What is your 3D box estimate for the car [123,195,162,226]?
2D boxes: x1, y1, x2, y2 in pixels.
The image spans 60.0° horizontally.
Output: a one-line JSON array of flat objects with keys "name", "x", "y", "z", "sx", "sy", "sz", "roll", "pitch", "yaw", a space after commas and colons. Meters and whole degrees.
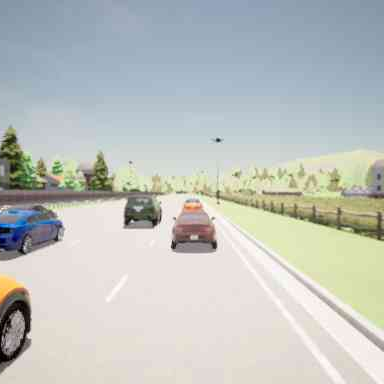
[{"name": "car", "x": -3.407, "y": 1.250, "z": 23.787, "sx": 2.150, "sy": 2.045, "sz": 5.566, "roll": 0, "pitch": 0, "yaw": 0}]

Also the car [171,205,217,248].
[{"name": "car", "x": 0.084, "y": 1.542, "z": 14.798, "sx": 1.812, "sy": 1.442, "sz": 4.674, "roll": 0, "pitch": 0, "yaw": 0}]

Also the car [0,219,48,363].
[{"name": "car", "x": -3.401, "y": 1.355, "z": 3.048, "sx": 2.097, "sy": 1.767, "sz": 4.553, "roll": 0, "pitch": 0, "yaw": 0}]

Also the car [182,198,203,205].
[{"name": "car", "x": 0.089, "y": 1.389, "z": 33.782, "sx": 2.097, "sy": 1.767, "sz": 4.553, "roll": 0, "pitch": 0, "yaw": 0}]

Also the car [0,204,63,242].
[{"name": "car", "x": -6.904, "y": 1.492, "z": 13.504, "sx": 1.882, "sy": 1.535, "sz": 5.008, "roll": 0, "pitch": 0, "yaw": 0}]

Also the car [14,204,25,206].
[{"name": "car", "x": -10.407, "y": 1.530, "z": 21.396, "sx": 1.837, "sy": 1.490, "sz": 4.892, "roll": 0, "pitch": 0, "yaw": 0}]
